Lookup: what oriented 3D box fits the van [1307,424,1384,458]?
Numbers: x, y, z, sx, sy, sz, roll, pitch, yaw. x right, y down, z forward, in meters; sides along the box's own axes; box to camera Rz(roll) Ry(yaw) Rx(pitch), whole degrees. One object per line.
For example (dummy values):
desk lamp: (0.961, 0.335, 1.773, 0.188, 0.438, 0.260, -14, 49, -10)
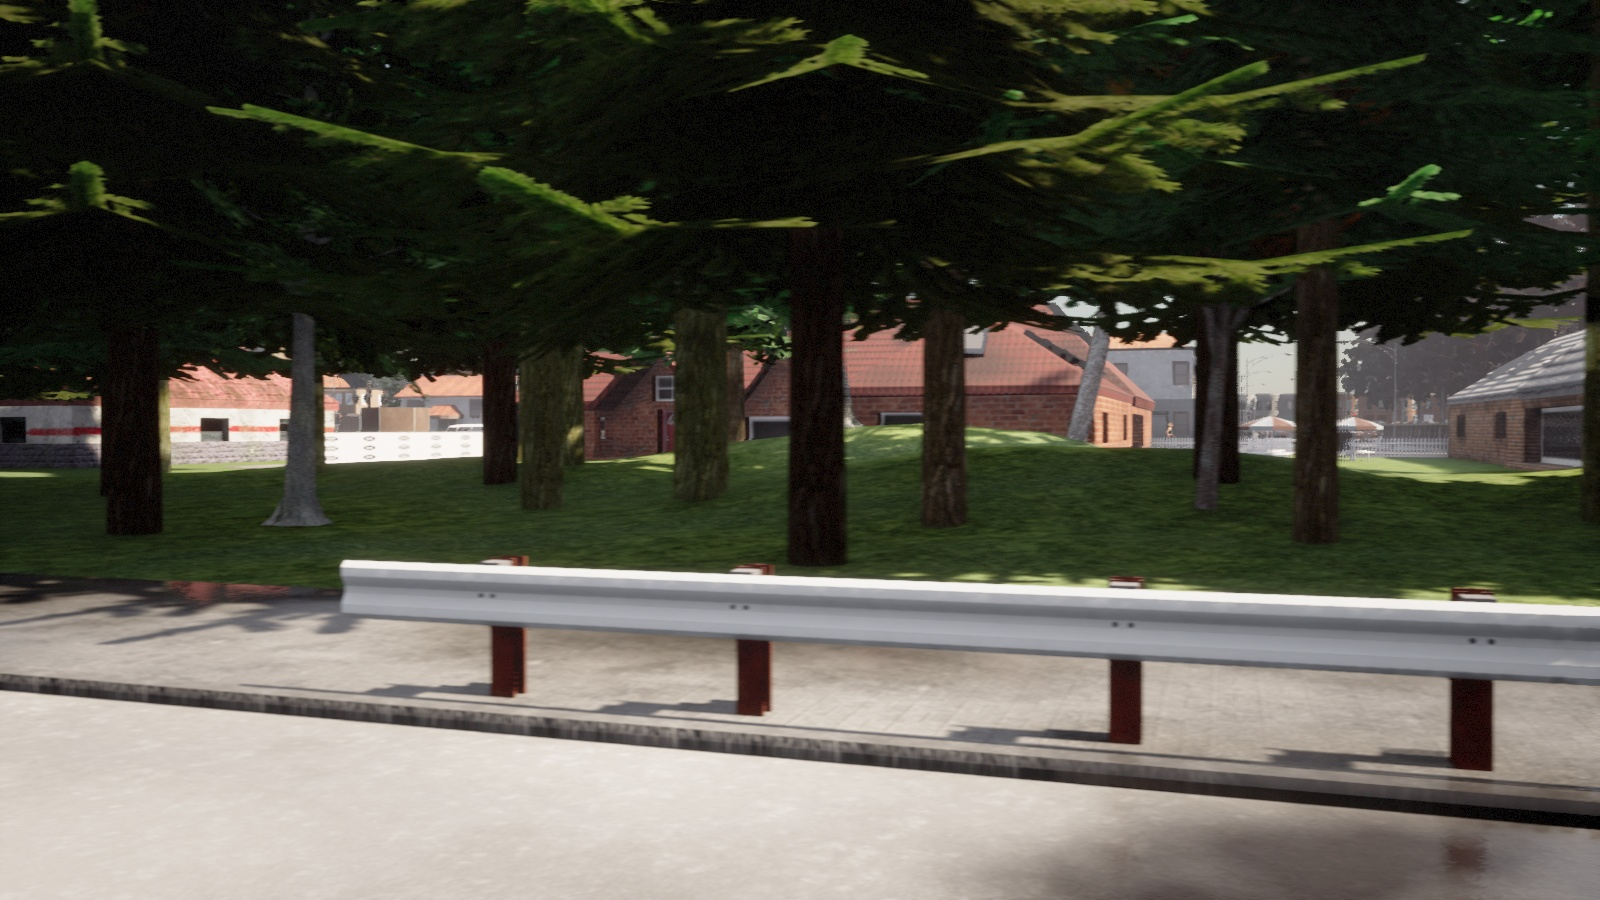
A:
van: (34.008, -0.566, 78.464, 2.069, 2.038, 4.480, -1, 1, -14)
